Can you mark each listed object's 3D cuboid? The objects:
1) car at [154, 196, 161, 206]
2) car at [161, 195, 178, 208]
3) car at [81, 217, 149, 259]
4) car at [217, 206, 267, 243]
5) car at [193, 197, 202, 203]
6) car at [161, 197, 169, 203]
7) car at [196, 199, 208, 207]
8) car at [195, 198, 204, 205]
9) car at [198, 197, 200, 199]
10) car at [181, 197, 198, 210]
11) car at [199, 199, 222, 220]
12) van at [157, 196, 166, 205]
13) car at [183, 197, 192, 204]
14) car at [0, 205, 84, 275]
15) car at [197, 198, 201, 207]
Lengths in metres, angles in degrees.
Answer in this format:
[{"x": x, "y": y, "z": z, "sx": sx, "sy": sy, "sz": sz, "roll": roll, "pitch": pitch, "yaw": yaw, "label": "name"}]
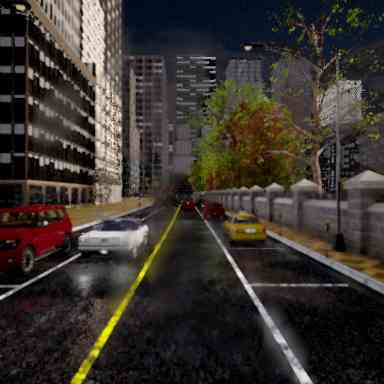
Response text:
[{"x": -6.398, "y": 1.743, "z": 66.265, "sx": 2.192, "sy": 1.841, "sz": 5.009, "roll": 0, "pitch": 0, "yaw": -1, "label": "car"}, {"x": -3.548, "y": 1.584, "z": 56.006, "sx": 2.150, "sy": 2.045, "sz": 5.566, "roll": 0, "pitch": 0, "yaw": -1, "label": "car"}, {"x": -2.913, "y": 1.692, "z": 13.184, "sx": 1.895, "sy": 1.301, "sz": 4.718, "roll": 0, "pitch": 0, "yaw": 0, "label": "car"}, {"x": 2.479, "y": 1.638, "z": 16.551, "sx": 1.752, "sy": 1.417, "sz": 4.829, "roll": 0, "pitch": 0, "yaw": -1, "label": "car"}, {"x": 1.315, "y": 1.965, "z": 82.961, "sx": 1.967, "sy": 1.590, "sz": 4.097, "roll": 0, "pitch": 0, "yaw": -1, "label": "car"}, {"x": -6.707, "y": 2.051, "z": 82.713, "sx": 1.752, "sy": 1.417, "sz": 4.829, "roll": 0, "pitch": 0, "yaw": -1, "label": "car"}, {"x": 1.731, "y": 1.959, "z": 60.765, "sx": 1.947, "sy": 1.339, "sz": 4.313, "roll": 0, "pitch": 0, "yaw": -1, "label": "car"}, {"x": 1.523, "y": 2.042, "z": 71.863, "sx": 1.802, "sy": 1.307, "sz": 4.206, "roll": 0, "pitch": 0, "yaw": -1, "label": "car"}, {"x": 1.939, "y": 1.890, "z": 49.668, "sx": 1.947, "sy": 1.339, "sz": 4.313, "roll": 0, "pitch": 0, "yaw": -1, "label": "car"}, {"x": -0.602, "y": 1.673, "z": 49.215, "sx": 2.097, "sy": 1.767, "sz": 4.553, "roll": 0, "pitch": 0, "yaw": -1, "label": "car"}, {"x": 1.958, "y": 1.683, "z": 30.936, "sx": 1.882, "sy": 1.535, "sz": 5.008, "roll": 0, "pitch": 0, "yaw": -1, "label": "car"}, {"x": -6.502, "y": 1.802, "z": 71.805, "sx": 1.690, "sy": 1.788, "sz": 3.998, "roll": 0, "pitch": 0, "yaw": -1, "label": "van"}, {"x": -1.025, "y": 1.801, "z": 71.158, "sx": 1.837, "sy": 1.490, "sz": 4.892, "roll": 0, "pitch": 0, "yaw": -1, "label": "car"}, {"x": -5.500, "y": 1.391, "z": 10.829, "sx": 2.192, "sy": 1.841, "sz": 5.009, "roll": 0, "pitch": 0, "yaw": 0, "label": "car"}, {"x": 2.044, "y": 1.871, "z": 44.119, "sx": 1.802, "sy": 1.307, "sz": 4.206, "roll": 0, "pitch": 0, "yaw": -1, "label": "car"}]
